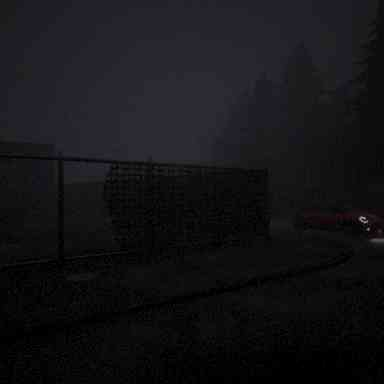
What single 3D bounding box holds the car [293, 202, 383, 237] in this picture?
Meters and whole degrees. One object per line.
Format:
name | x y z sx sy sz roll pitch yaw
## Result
car | 7.854 1.352 18.101 2.097 1.767 4.553 0 0 -36
